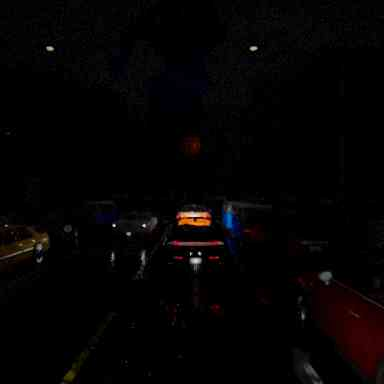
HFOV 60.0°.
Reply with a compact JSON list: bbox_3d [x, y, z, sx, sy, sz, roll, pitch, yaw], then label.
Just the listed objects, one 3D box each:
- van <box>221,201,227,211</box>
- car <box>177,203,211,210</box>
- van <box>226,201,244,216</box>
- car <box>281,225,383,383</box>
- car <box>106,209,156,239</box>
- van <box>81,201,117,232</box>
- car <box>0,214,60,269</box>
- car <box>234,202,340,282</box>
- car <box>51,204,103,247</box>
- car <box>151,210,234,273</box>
[{"bbox_3d":[2.759,1.446,20.684,1.690,1.788,3.998,0,0,0],"label":"van"},{"bbox_3d":[0.135,1.456,20.384,2.097,1.767,4.553,0,0,1],"label":"car"},{"bbox_3d":[2.759,1.419,15.247,1.690,1.788,3.998,0,0,0],"label":"van"},{"bbox_3d":[2.761,1.463,4.371,1.967,1.590,4.097,0,0,0],"label":"car"},{"bbox_3d":[-3.002,1.693,18.029,1.895,1.301,4.718,0,0,0],"label":"car"},{"bbox_3d":[-5.767,1.446,20.683,1.690,1.788,3.998,0,0,0],"label":"van"},{"bbox_3d":[-5.765,1.574,9.637,1.752,1.417,4.829,0,0,0],"label":"car"},{"bbox_3d":[2.760,1.365,9.809,2.192,1.841,5.009,0,0,0],"label":"car"},{"bbox_3d":[-5.766,1.517,15.245,1.967,1.590,4.097,0,0,0],"label":"car"},{"bbox_3d":[0.101,1.546,10.859,2.128,1.511,4.902,0,0,0],"label":"car"}]
